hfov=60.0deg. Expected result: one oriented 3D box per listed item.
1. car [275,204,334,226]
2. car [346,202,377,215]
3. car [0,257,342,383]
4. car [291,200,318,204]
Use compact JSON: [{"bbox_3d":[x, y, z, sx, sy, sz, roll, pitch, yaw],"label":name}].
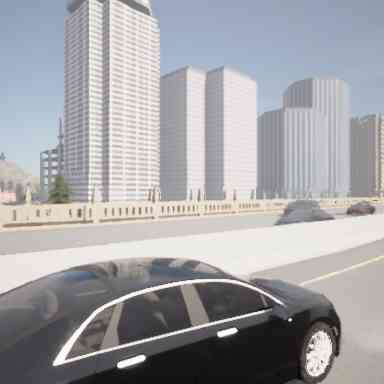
[{"bbox_3d":[6.586,1.641,19.184,4.674,1.442,1.812,0,0,-44],"label":"car"},{"bbox_3d":[18.215,1.780,35.650,4.181,1.385,1.994,0,0,-45],"label":"car"},{"bbox_3d":[-0.218,1.528,3.791,4.892,1.490,1.837,0,0,-36],"label":"car"},{"bbox_3d":[11.200,1.554,33.615,4.553,1.767,2.097,0,0,-45],"label":"car"}]
